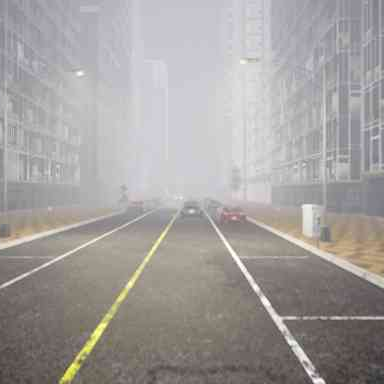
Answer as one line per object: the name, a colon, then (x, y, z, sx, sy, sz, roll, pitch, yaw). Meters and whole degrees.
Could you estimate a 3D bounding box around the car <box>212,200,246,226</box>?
car: (2.686, 1.529, 23.382, 1.887, 1.381, 4.507, 0, 0, 0)

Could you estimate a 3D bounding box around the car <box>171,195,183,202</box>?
car: (-3.020, 1.322, 73.993, 1.882, 1.535, 5.008, 0, 0, 0)

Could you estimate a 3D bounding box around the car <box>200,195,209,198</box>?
car: (2.678, 1.509, 51.843, 1.947, 1.339, 4.313, 0, 0, 0)

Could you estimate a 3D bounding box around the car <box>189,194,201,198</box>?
car: (-0.013, 1.545, 56.352, 1.994, 1.385, 4.181, 0, 0, 0)

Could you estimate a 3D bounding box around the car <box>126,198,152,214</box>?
car: (-5.698, 1.515, 34.771, 1.887, 1.381, 4.507, 0, 0, 0)

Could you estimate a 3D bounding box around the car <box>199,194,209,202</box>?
car: (2.673, 1.338, 74.613, 1.967, 1.590, 4.097, 0, 0, 0)

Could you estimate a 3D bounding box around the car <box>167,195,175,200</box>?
car: (-5.713, 1.406, 91.699, 2.008, 1.369, 4.403, 0, 0, 0)

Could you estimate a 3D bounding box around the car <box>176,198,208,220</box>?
car: (-0.003, 1.530, 27.928, 2.163, 1.488, 4.792, 0, 0, 0)

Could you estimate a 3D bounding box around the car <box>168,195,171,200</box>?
car: (-5.712, 1.396, 85.835, 1.752, 1.417, 4.829, 0, 0, 0)

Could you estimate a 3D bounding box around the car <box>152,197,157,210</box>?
car: (-5.699, 1.544, 40.465, 1.802, 1.307, 4.206, 0, 0, 0)

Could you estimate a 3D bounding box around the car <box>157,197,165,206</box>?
car: (-5.702, 1.488, 51.849, 1.887, 1.381, 4.507, 0, 0, 0)

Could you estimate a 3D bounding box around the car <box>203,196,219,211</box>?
car: (2.681, 1.528, 40.459, 1.947, 1.339, 4.313, 0, 0, 0)

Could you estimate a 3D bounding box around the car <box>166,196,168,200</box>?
car: (-5.704, 1.499, 57.542, 1.947, 1.339, 4.313, 0, 0, 0)
